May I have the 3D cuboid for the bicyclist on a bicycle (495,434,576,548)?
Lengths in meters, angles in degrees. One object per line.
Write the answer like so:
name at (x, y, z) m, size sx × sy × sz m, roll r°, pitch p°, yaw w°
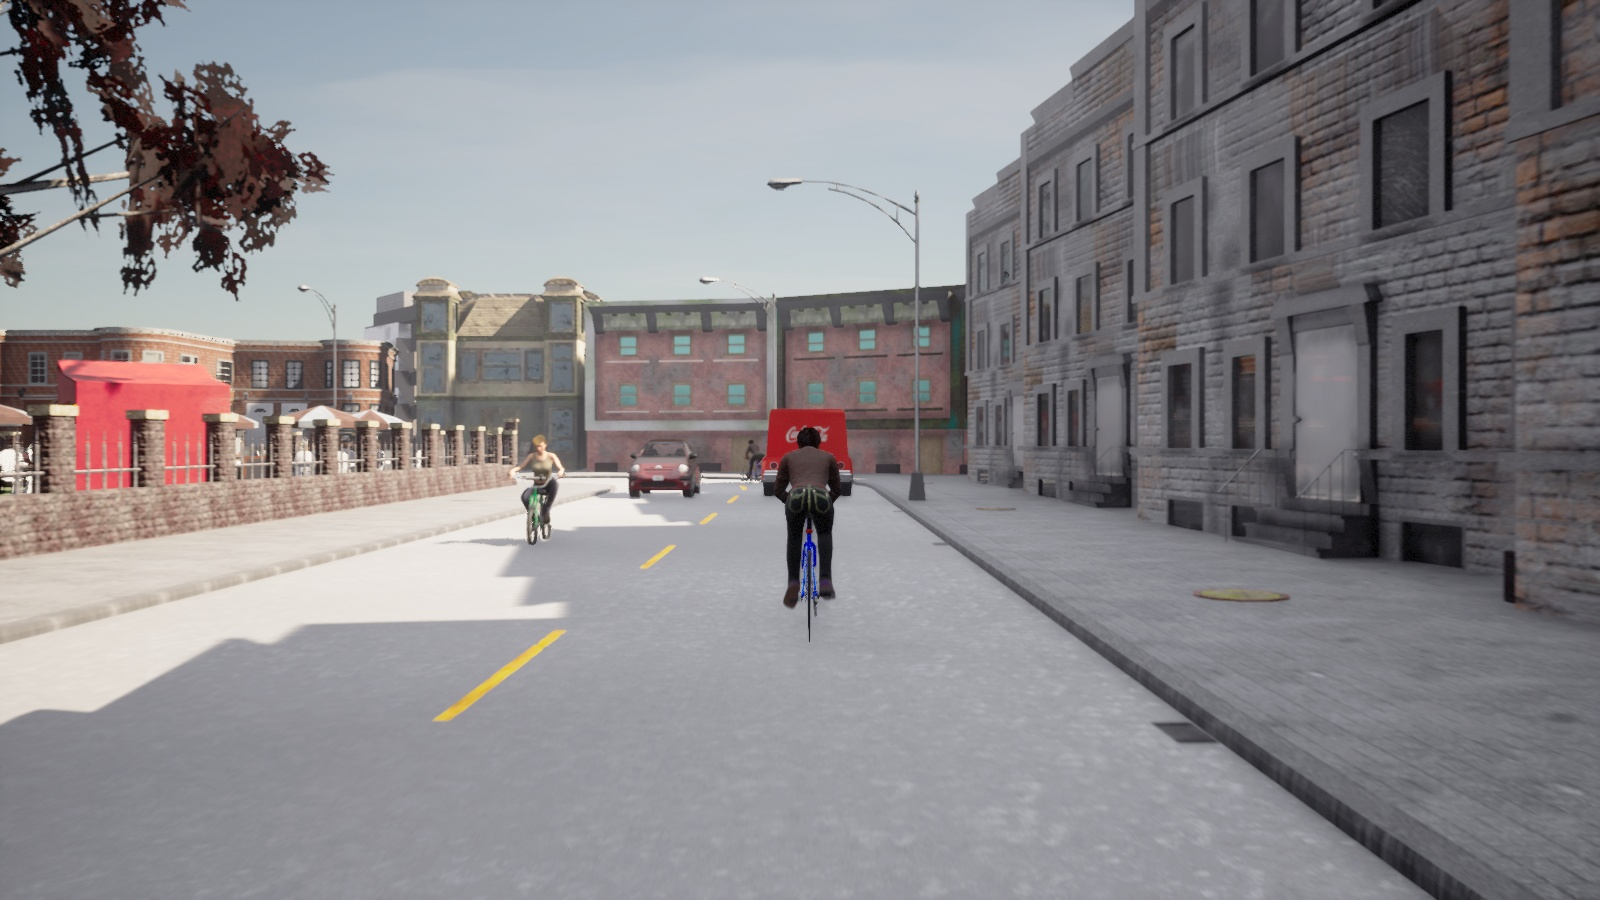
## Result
bicyclist on a bicycle at (-3.882, 0.576, 18.514) m, size 0.866 × 1.612 × 1.509 m, roll 0°, pitch 0°, yaw 0°

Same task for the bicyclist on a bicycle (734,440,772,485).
bicyclist on a bicycle at (-1.743, 0.438, 46.426) m, size 0.582 × 1.620 × 1.656 m, roll -2°, pitch 1°, yaw -33°

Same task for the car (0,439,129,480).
car at (-30.413, 0.363, 51.394) m, size 4.856 × 1.649 × 2.033 m, roll 0°, pitch 0°, yaw 1°

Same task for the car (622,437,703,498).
car at (-3.778, 0.443, 35.202) m, size 1.851 × 1.617 × 3.988 m, roll 0°, pitch 0°, yaw 0°

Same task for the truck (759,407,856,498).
truck at (0.216, 0.052, 36.821) m, size 2.627 × 2.467 × 5.204 m, roll 0°, pitch 0°, yaw 0°

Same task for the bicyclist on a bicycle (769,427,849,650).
bicyclist on a bicycle at (0.071, 0.643, 9.963) m, size 0.582 × 1.620 × 1.656 m, roll 0°, pitch 0°, yaw 0°
